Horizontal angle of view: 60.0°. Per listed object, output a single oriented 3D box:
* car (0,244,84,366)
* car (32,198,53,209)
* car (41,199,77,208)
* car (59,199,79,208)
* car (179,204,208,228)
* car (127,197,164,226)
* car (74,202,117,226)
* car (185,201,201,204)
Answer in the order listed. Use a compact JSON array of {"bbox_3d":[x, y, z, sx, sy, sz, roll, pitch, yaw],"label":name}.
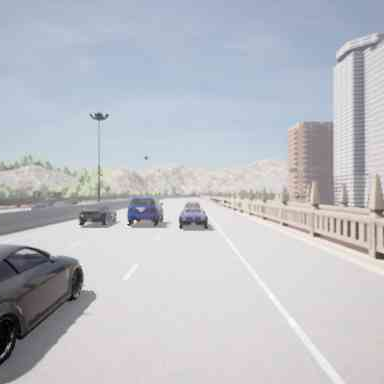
[{"bbox_3d":[-3.403,1.596,5.771,1.994,1.385,4.181,0,0,0],"label":"car"},{"bbox_3d":[-17.558,1.582,40.455,2.097,1.767,4.553,0,0,0],"label":"car"},{"bbox_3d":[-14.076,1.730,35.814,1.812,1.442,4.674,0,-1,0],"label":"car"},{"bbox_3d":[-21.151,1.937,57.443,1.895,1.301,4.718,0,0,-1],"label":"car"},{"bbox_3d":[0.091,1.731,23.128,1.895,1.301,4.718,0,0,0],"label":"car"},{"bbox_3d":[-3.411,1.363,25.002,2.150,2.045,5.566,0,0,0],"label":"car"},{"bbox_3d":[-6.911,1.645,24.791,1.837,1.490,4.892,0,0,0],"label":"car"},{"bbox_3d":[0.081,1.793,40.350,1.994,1.385,4.181,0,0,0],"label":"car"}]
